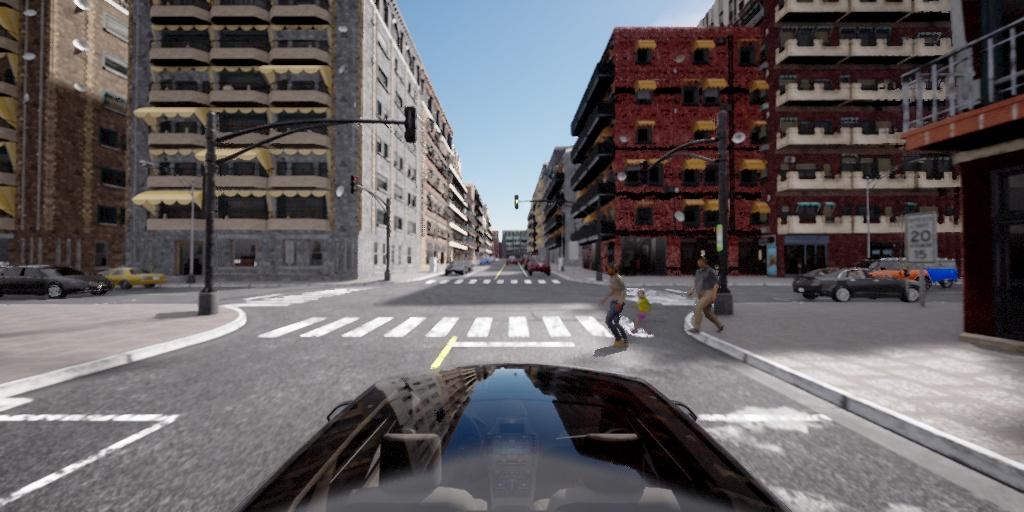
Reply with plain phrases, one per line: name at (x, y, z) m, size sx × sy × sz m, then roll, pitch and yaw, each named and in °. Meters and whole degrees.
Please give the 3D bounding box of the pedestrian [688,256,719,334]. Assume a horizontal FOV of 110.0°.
pedestrian at (4.395, 0.851, 8.249) m, size 0.375 × 1.860 × 0.375 m, roll 1°, pitch -1°, yaw 0°

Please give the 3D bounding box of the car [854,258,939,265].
car at (19.864, 0.986, 19.744) m, size 4.553 × 1.767 × 2.097 m, roll 0°, pitch -1°, yaw 0°

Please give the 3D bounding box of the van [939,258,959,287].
van at (24.906, 1.001, 22.184) m, size 3.998 × 1.789 × 1.690 m, roll 0°, pitch 0°, yaw 0°

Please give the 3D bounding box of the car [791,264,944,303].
car at (13.748, 1.115, 14.333) m, size 4.403 × 1.370 × 2.007 m, roll 0°, pitch 0°, yaw 0°

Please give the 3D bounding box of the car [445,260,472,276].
car at (-5.309, 1.145, 34.584) m, size 1.948 × 1.339 × 4.313 m, roll 0°, pitch 0°, yaw 0°

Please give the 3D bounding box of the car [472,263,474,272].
car at (-5.308, 1.117, 40.145) m, size 1.948 × 1.339 × 4.313 m, roll 0°, pitch 0°, yaw 0°

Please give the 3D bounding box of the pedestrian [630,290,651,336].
pedestrian at (3.243, 1.387, 8.841) m, size 0.500 × 1.100 × 0.500 m, roll 1°, pitch -1°, yaw 0°

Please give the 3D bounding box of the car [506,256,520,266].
car at (0.011, 0.827, 64.179) m, size 2.097 × 1.767 × 4.553 m, roll 0°, pitch 0°, yaw 0°

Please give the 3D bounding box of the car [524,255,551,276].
car at (2.572, 0.894, 34.628) m, size 2.192 × 1.841 × 5.009 m, roll 0°, pitch 0°, yaw 0°

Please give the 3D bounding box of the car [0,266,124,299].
car at (-21.861, 1.210, 16.902) m, size 4.892 × 1.490 × 1.837 m, roll 0°, pitch -1°, yaw 0°

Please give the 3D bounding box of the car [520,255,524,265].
car at (2.574, 0.841, 45.751) m, size 2.192 × 1.841 × 5.009 m, roll 0°, pitch 0°, yaw 0°

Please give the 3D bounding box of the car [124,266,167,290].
car at (-24.439, 1.322, 22.311) m, size 4.829 × 1.417 × 1.751 m, roll 0°, pitch 0°, yaw 0°

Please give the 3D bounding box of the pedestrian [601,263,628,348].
pedestrian at (2.208, 1.013, 7.648) m, size 0.375 × 1.860 × 0.375 m, roll 1°, pitch -1°, yaw 0°
